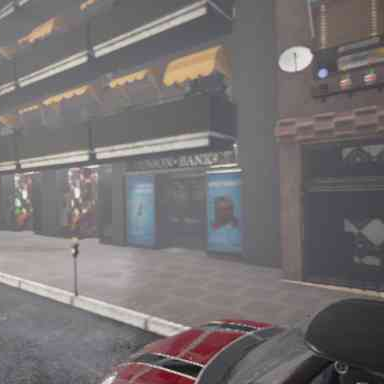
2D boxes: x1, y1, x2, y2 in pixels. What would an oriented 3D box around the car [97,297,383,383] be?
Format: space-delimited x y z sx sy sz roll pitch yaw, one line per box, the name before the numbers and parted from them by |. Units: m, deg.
car | 1.095 1.440 1.975 4.097 1.590 1.967 0 -1 36
